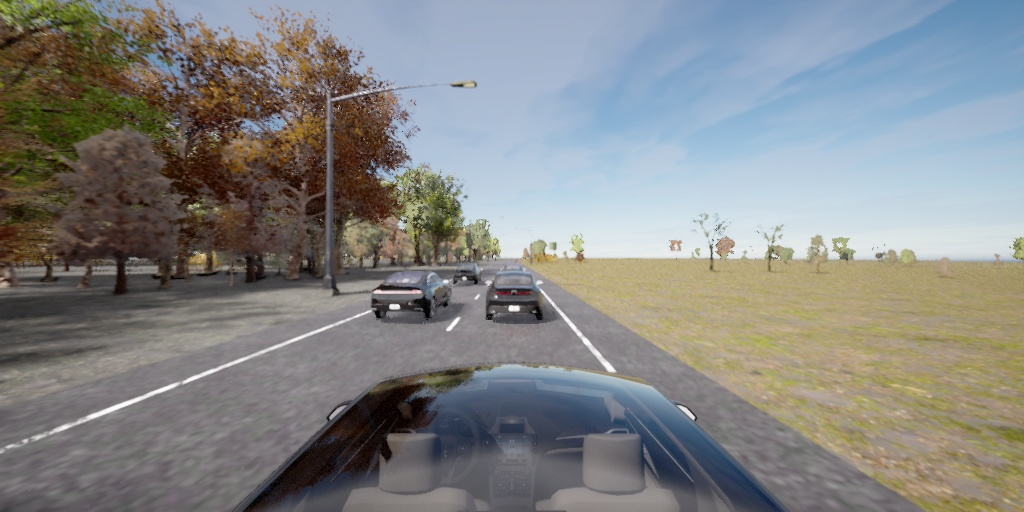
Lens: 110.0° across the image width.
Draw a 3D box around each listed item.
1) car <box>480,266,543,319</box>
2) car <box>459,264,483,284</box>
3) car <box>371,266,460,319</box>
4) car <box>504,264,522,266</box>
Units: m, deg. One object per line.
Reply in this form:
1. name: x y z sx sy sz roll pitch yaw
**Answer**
1. car: 0.078 1.298 12.981 1.837 1.490 4.892 0 0 0
2. car: -3.411 1.356 28.203 1.837 1.490 4.892 0 0 0
3. car: -3.423 1.284 12.936 2.128 1.511 4.902 0 0 0
4. car: 0.087 1.341 27.988 2.128 1.511 4.902 0 0 0
